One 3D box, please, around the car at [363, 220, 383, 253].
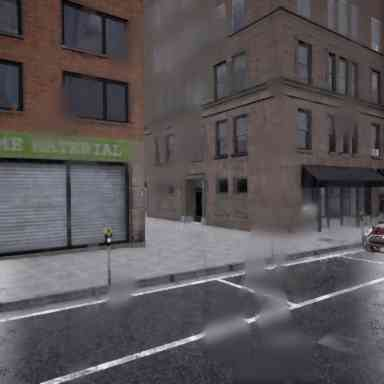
[{"bbox_3d":[8.157,1.439,12.428,4.097,1.590,1.967,0,-1,-35],"label":"car"}]
